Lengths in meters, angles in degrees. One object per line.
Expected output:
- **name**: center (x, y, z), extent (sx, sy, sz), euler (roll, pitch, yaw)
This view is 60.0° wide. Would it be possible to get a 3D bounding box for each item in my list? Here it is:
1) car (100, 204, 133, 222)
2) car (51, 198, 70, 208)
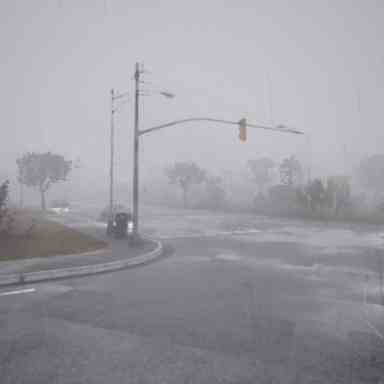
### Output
- **car**: center (-6.106, 1.702, 27.285), extent (1.994, 1.385, 4.181), euler (1, 0, -32)
- **car**: center (-18.968, 1.513, 47.773), extent (1.994, 1.385, 4.181), euler (1, 0, -31)
